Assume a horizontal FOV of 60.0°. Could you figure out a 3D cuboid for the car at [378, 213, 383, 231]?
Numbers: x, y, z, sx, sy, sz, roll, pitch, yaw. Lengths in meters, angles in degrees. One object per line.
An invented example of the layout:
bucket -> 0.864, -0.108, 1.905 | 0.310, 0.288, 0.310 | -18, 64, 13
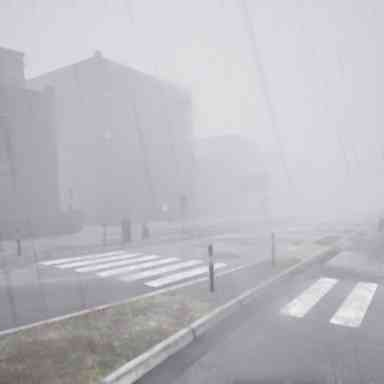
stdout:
car -> 17.157, 2.516, 28.535 | 1.882, 1.535, 5.008 | -2, -2, 33
